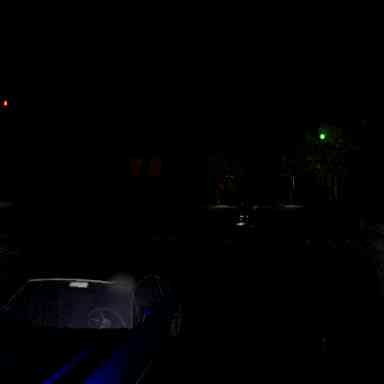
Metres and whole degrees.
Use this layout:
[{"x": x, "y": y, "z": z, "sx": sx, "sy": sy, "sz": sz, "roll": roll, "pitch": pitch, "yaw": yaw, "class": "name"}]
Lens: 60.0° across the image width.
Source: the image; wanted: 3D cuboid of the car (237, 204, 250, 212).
[{"x": 8.425, "y": 2.593, "z": 53.752, "sx": 1.994, "sy": 1.385, "sz": 4.181, "roll": -1, "pitch": 0, "yaw": 11, "class": "car"}]

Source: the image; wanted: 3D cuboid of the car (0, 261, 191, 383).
[{"x": -1.352, "y": 1.677, "z": 4.147, "sx": 1.895, "sy": 1.301, "sz": 4.718, "roll": 0, "pitch": -1, "yaw": 11, "class": "car"}]
